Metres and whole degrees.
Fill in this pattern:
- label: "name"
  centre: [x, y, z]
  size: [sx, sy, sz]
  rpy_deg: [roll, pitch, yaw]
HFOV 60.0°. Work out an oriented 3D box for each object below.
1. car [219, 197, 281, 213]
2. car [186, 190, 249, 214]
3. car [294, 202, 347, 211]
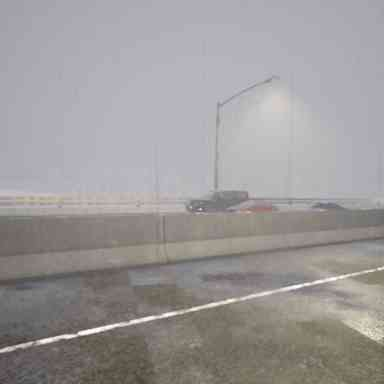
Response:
- label: "car"
  centre: [4.400, 1.286, 23.659]
  size: [4.181, 1.385, 1.994]
  rpy_deg: [1, 1, -33]
- label: "car"
  centre: [2.247, 0.840, 26.426]
  size: [5.566, 2.045, 2.150]
  rpy_deg: [1, 1, -33]
- label: "car"
  centre: [8.615, 1.386, 22.226]
  size: [4.674, 1.442, 1.812]
  rpy_deg: [1, 1, -33]
